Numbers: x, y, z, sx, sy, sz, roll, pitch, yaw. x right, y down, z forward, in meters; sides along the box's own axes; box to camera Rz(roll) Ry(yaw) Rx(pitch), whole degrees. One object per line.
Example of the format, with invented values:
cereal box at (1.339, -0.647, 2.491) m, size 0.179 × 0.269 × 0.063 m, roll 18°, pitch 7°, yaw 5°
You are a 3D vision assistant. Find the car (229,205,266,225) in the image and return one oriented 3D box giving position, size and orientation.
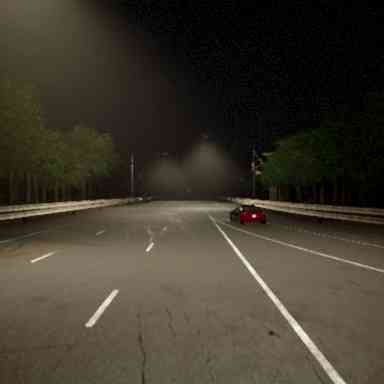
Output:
car at (4.166, 1.672, 25.411) m, size 1.994 × 1.385 × 4.181 m, roll 0°, pitch 0°, yaw -6°
